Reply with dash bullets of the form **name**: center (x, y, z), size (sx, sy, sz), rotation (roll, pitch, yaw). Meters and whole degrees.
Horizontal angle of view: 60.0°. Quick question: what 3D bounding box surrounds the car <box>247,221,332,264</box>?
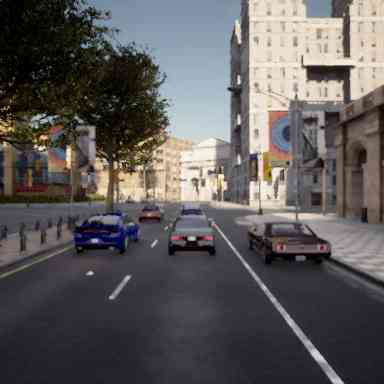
- **car**: center (3.247, 1.711, 12.172), size (1.895, 1.301, 4.718), rotation (0, -1, 0)

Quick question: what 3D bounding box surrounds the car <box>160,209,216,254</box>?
- **car**: center (-0.001, 1.680, 13.994), size (2.033, 1.411, 5.357), rotation (0, -1, 0)

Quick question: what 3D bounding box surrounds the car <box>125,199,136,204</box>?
- **car**: center (-15.014, 2.316, 81.332), size (1.994, 1.385, 4.181), rotation (0, -1, 0)

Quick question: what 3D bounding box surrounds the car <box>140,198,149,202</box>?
- **car**: center (-11.514, 2.287, 81.346), size (1.812, 1.442, 4.674), rotation (0, -1, 0)

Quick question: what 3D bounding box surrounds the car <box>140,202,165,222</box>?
- **car**: center (-3.500, 1.841, 29.296), size (1.994, 1.385, 4.181), rotation (0, 0, 0)

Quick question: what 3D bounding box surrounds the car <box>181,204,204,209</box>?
- **car**: center (0.040, 1.756, 29.467), size (1.882, 1.535, 5.008), rotation (0, 0, 2)

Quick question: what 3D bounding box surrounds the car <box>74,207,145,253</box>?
- **car**: center (-3.497, 1.615, 14.478), size (1.882, 1.535, 5.008), rotation (0, 0, 0)
